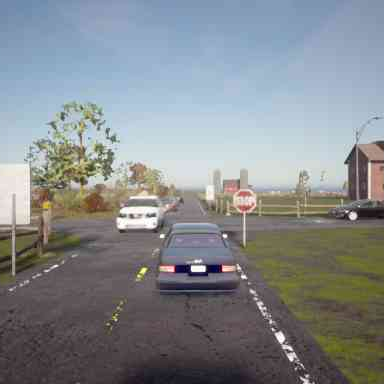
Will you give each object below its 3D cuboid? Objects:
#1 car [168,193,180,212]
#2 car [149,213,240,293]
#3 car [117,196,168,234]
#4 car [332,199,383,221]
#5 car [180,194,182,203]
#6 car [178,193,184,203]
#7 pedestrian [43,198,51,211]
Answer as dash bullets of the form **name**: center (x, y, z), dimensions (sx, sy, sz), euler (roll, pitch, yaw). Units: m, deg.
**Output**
- **car**: center (-2.880, 1.349, 38.843), dimensions (2.097, 1.767, 4.553), euler (0, 0, 0)
- **car**: center (0.067, 1.546, 9.001), dimensions (2.033, 1.411, 5.357), euler (0, 0, -1)
- **car**: center (-2.888, 1.245, 19.771), dimensions (2.150, 2.045, 5.566), euler (0, 0, 0)
- **car**: center (12.941, 1.285, 24.592), dimensions (4.892, 1.490, 1.837), euler (-1, 0, 0)
- **car**: center (-2.876, 1.522, 50.361), dimensions (1.812, 1.442, 4.674), euler (0, 0, 1)
- **car**: center (-2.830, 1.220, 66.829), dimensions (2.150, 2.045, 5.566), euler (0, 0, 0)
- **pedestrian**: center (-12.183, 1.412, 27.790), dimensions (0.375, 1.860, 0.375), euler (0, 1, 0)
